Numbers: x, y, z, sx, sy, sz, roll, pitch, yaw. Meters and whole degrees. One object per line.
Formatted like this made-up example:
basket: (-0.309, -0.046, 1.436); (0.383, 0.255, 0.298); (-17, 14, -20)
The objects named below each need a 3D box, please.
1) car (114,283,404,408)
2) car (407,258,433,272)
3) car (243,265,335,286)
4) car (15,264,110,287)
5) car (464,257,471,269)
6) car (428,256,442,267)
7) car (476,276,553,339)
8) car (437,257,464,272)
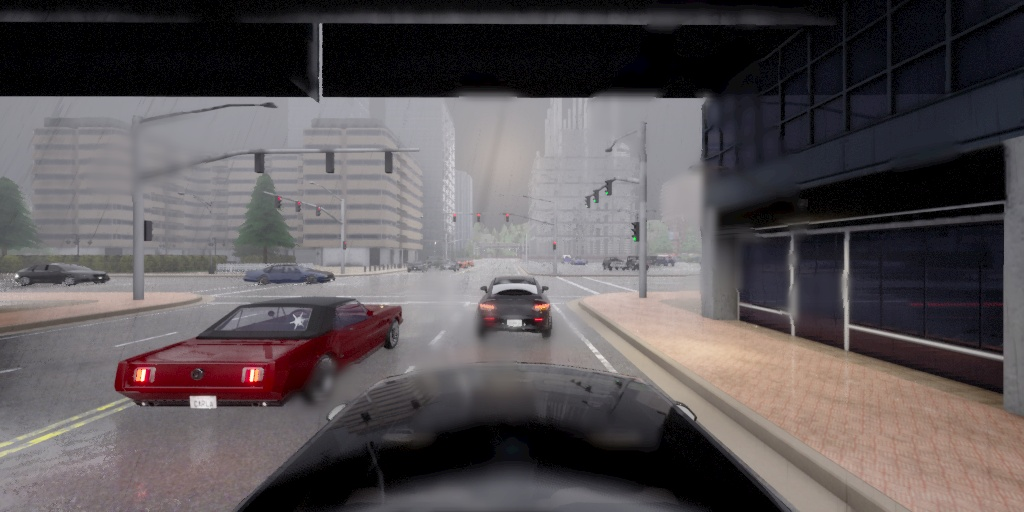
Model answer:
car: (-3.440, 1.351, 6.237); (1.895, 1.301, 4.718); (0, 0, 0)
car: (-11.582, 1.314, 44.610); (1.994, 1.385, 4.181); (0, 0, 0)
car: (-15.310, 1.297, 24.815); (5.357, 1.411, 2.033); (0, 0, -8)
car: (-30.325, 1.257, 24.265); (4.892, 1.490, 1.837); (-1, 0, 0)
car: (-8.173, 1.102, 56.317); (2.097, 1.767, 4.553); (0, 0, 0)
car: (-11.656, 0.971, 53.968); (2.150, 2.045, 5.566); (0, 0, -1)
car: (0.071, 1.276, 10.004); (1.812, 1.442, 4.674); (0, 0, 0)
car: (-8.107, 1.241, 47.406); (2.128, 1.511, 4.902); (0, 0, 0)
